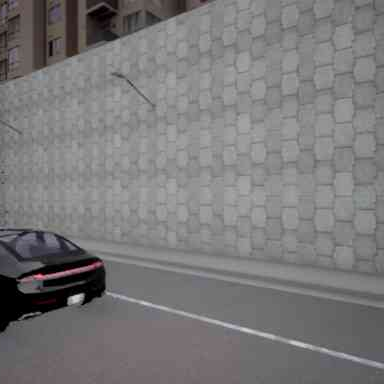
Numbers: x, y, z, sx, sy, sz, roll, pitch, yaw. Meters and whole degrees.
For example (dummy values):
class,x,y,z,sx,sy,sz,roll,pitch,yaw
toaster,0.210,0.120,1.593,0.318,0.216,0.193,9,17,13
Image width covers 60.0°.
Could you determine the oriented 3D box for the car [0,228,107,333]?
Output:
class,x,y,z,sx,sy,sz,roll,pitch,yaw
car,-3.834,1.502,6.742,4.902,1.511,2.128,0,0,35
